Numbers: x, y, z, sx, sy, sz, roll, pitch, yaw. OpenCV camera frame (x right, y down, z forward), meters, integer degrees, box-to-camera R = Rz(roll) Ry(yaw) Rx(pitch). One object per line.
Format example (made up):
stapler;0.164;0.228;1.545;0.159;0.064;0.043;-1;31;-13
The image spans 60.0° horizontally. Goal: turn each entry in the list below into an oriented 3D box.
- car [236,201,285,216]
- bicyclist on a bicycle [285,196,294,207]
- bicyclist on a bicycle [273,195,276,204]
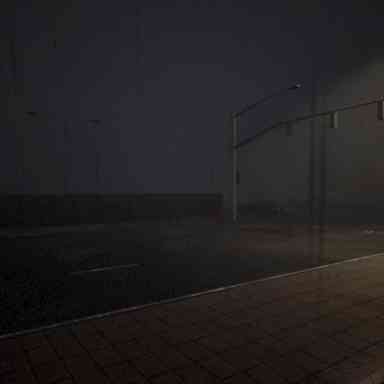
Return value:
car;6.489;1.547;32.323;2.033;1.411;5.357;0;0;-35
bicyclist on a bicycle;14.350;1.452;49.100;1.656;1.620;0.582;0;0;-22
bicyclist on a bicycle;13.385;1.300;54.015;0.582;1.620;1.656;0;0;22
